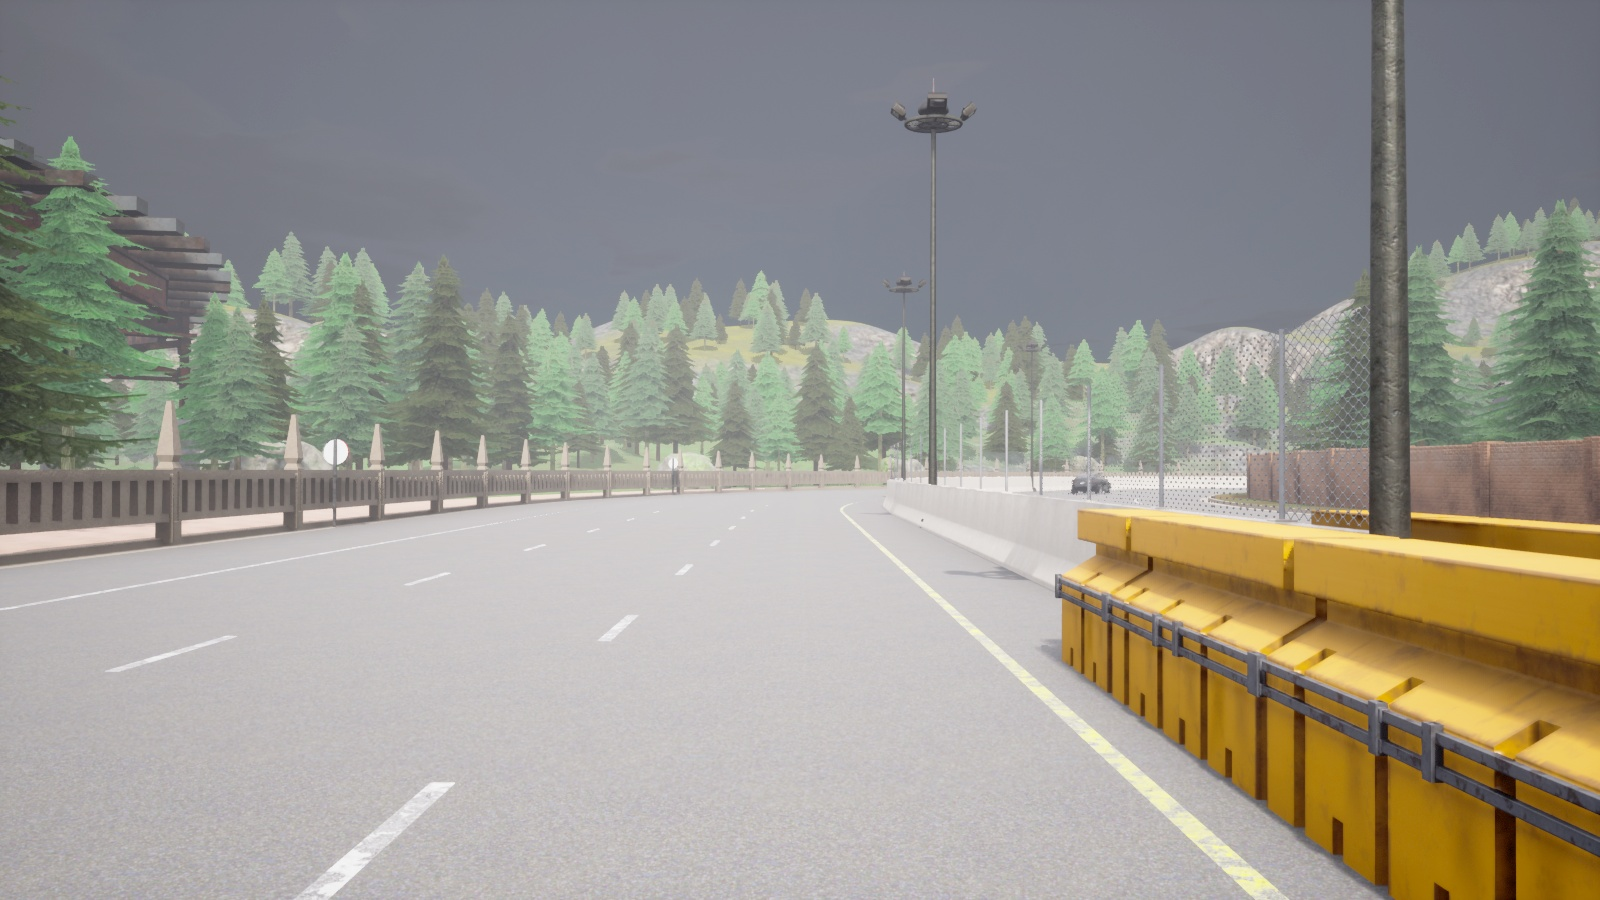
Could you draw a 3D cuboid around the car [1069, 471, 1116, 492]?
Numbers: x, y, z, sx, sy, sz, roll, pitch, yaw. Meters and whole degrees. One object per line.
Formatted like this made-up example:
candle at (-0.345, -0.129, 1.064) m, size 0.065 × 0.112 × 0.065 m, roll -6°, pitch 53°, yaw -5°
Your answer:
car at (20.967, 2.237, 89.943) m, size 2.163 × 1.488 × 4.792 m, roll -1°, pitch -1°, yaw 27°
